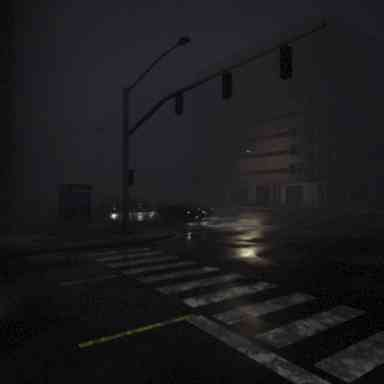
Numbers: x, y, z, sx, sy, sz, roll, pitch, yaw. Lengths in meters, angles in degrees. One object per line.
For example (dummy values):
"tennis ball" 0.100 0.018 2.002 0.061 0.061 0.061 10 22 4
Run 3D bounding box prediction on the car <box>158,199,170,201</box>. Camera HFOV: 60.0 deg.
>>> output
"car" -3.595 1.585 43.461 1.812 1.442 4.674 0 0 -36

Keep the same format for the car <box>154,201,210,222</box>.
"car" -0.933 1.659 27.686 1.895 1.301 4.718 0 0 -36

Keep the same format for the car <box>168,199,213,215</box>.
"car" -0.047 1.659 32.391 1.895 1.301 4.718 0 0 -36

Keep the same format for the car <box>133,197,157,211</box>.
"car" -6.597 1.413 41.334 2.097 1.767 4.553 0 0 -36

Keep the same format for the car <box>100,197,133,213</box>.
"car" -9.085 1.412 38.809 2.097 1.767 4.553 0 0 -36
